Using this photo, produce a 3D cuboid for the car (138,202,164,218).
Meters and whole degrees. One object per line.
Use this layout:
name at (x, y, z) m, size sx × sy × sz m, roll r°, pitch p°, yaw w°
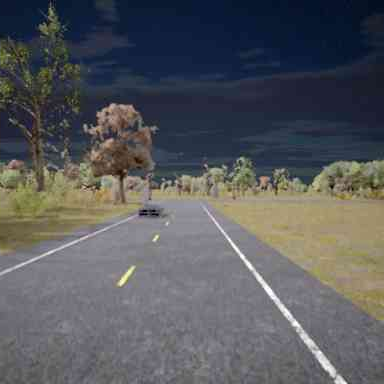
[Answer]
car at (-3.605, 1.587, 29.819) m, size 1.895 × 1.301 × 4.718 m, roll 0°, pitch 0°, yaw 0°
